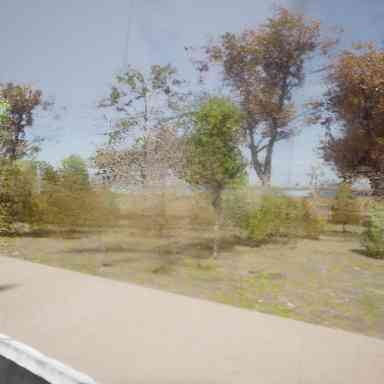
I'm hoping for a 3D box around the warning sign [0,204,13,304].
[{"bbox_3d":[-4.311,1.148,6.188,1.060,1.860,1.300,2,-1,36],"label":"warning sign"}]
